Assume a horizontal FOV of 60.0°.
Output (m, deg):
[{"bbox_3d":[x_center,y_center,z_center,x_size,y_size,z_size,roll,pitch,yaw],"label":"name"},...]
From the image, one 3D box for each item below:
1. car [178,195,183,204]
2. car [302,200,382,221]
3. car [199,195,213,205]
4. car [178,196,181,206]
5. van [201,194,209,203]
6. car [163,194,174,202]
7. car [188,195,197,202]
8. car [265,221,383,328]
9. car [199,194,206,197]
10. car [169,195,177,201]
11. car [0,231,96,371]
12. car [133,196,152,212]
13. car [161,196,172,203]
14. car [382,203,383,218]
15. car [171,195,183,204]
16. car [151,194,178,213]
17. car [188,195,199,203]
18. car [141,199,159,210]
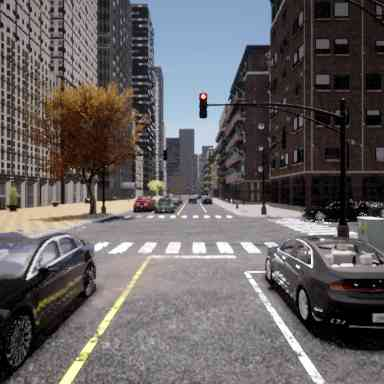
[{"bbox_3d":[-2.959,1.547,55.291,2.128,1.511,4.902,0,0,0],"label":"car"},{"bbox_3d":[10.457,1.354,23.917,4.892,1.490,1.837,-1,0,4],"label":"car"},{"bbox_3d":[2.834,1.631,61.384,1.947,1.339,4.313,0,0,0],"label":"car"},{"bbox_3d":[-2.990,1.644,45.979,1.895,1.301,4.718,0,0,0],"label":"car"},{"bbox_3d":[2.860,1.427,72.431,1.690,1.788,3.998,0,0,0],"label":"van"},{"bbox_3d":[-5.508,1.412,77.973,2.192,1.841,5.009,0,0,0],"label":"car"},{"bbox_3d":[0.187,1.489,79.043,2.033,1.411,5.357,0,0,0],"label":"car"},{"bbox_3d":[2.705,1.554,6.905,2.008,1.369,4.403,0,0,0],"label":"car"},{"bbox_3d":[2.847,1.600,67.077,1.752,1.417,4.829,0,0,0],"label":"car"},{"bbox_3d":[-5.469,1.686,94.542,2.008,1.369,4.403,0,0,0],"label":"car"},{"bbox_3d":[-3.097,1.495,5.735,2.128,1.511,4.902,0,0,0],"label":"car"},{"bbox_3d":[-5.600,1.349,39.314,2.192,1.841,5.009,0,0,0],"label":"car"},{"bbox_3d":[-5.521,1.651,72.451,1.947,1.339,4.313,0,0,0],"label":"car"},{"bbox_3d":[13.487,1.359,26.286,4.403,1.369,2.008,-1,1,0],"label":"car"},{"bbox_3d":[-2.889,1.424,65.096,2.097,1.767,4.553,0,0,1],"label":"car"},{"bbox_3d":[-2.985,1.383,36.995,2.097,1.767,4.553,0,0,-1],"label":"car"},{"bbox_3d":[0.161,1.570,68.621,2.128,1.511,4.902,0,0,0],"label":"car"},{"bbox_3d":[-5.586,1.607,44.836,1.947,1.339,4.313,0,0,0],"label":"car"}]
